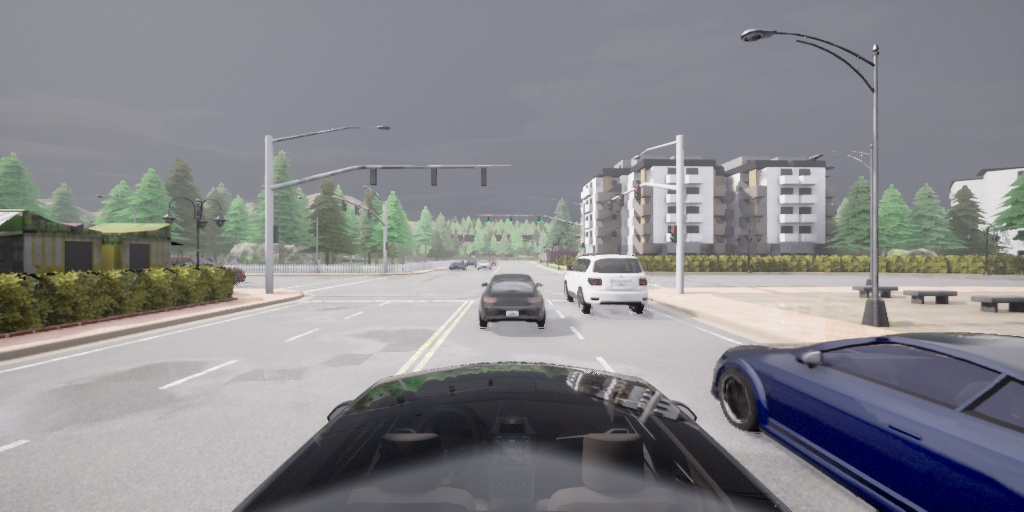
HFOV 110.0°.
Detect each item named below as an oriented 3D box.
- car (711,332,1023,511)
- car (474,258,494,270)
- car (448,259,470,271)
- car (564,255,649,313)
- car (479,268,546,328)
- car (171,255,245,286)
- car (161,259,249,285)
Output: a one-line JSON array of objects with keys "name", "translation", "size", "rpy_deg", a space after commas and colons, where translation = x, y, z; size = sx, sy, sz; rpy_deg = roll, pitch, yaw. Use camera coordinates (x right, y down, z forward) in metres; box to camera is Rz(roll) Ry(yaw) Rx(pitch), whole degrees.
[{"name": "car", "translation": [3.607, 1.315, 2.930], "size": [1.994, 1.385, 4.181], "rpy_deg": [0, 0, -2]}, {"name": "car", "translation": [-4.000, 1.307, 51.820], "size": [1.812, 1.442, 4.674], "rpy_deg": [0, 0, -1]}, {"name": "car", "translation": [-7.397, 1.344, 49.043], "size": [1.994, 1.385, 4.181], "rpy_deg": [0, 0, 0]}, {"name": "car", "translation": [3.481, 0.982, 14.159], "size": [2.150, 2.045, 5.566], "rpy_deg": [0, 0, 0]}, {"name": "car", "translation": [-0.001, 1.282, 11.284], "size": [1.812, 1.442, 4.674], "rpy_deg": [0, 0, 0]}, {"name": "car", "translation": [-20.360, 0.985, 22.747], "size": [5.566, 2.045, 2.150], "rpy_deg": [0, 0, -2]}, {"name": "car", "translation": [-22.288, 1.119, 26.185], "size": [4.553, 1.767, 2.097], "rpy_deg": [0, 0, -2]}]
